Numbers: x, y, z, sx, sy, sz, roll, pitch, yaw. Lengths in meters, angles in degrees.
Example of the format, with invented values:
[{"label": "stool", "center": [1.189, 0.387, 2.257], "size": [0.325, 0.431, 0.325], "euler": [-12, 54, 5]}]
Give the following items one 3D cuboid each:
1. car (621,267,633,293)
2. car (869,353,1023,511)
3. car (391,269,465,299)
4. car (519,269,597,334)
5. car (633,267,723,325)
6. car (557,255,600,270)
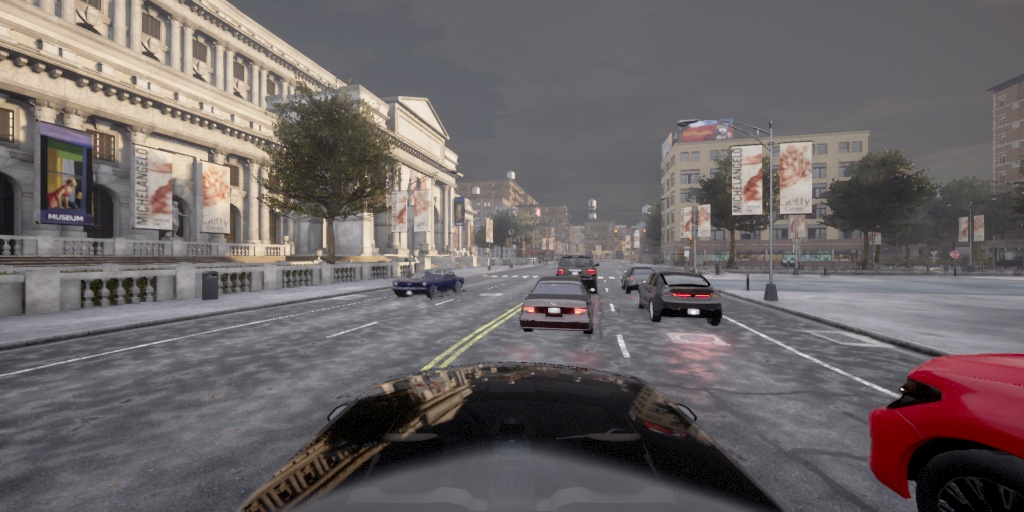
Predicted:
[{"label": "car", "center": [7.364, 1.314, 20.457], "size": [1.994, 1.385, 4.181], "euler": [0, 0, 13]}, {"label": "car", "center": [3.707, 0.966, 0.178], "size": [2.150, 2.045, 5.566], "euler": [0, -1, -1]}, {"label": "car", "center": [-4.119, 1.351, 18.325], "size": [1.895, 1.301, 4.718], "euler": [0, 0, 14]}, {"label": "car", "center": [1.463, 1.297, 10.700], "size": [2.033, 1.411, 5.357], "euler": [0, 0, 11]}, {"label": "car", "center": [5.407, 1.255, 12.030], "size": [1.837, 1.490, 4.892], "euler": [0, 0, 12]}, {"label": "car", "center": [3.801, 0.971, 20.677], "size": [2.150, 2.045, 5.566], "euler": [0, 0, 13]}]
